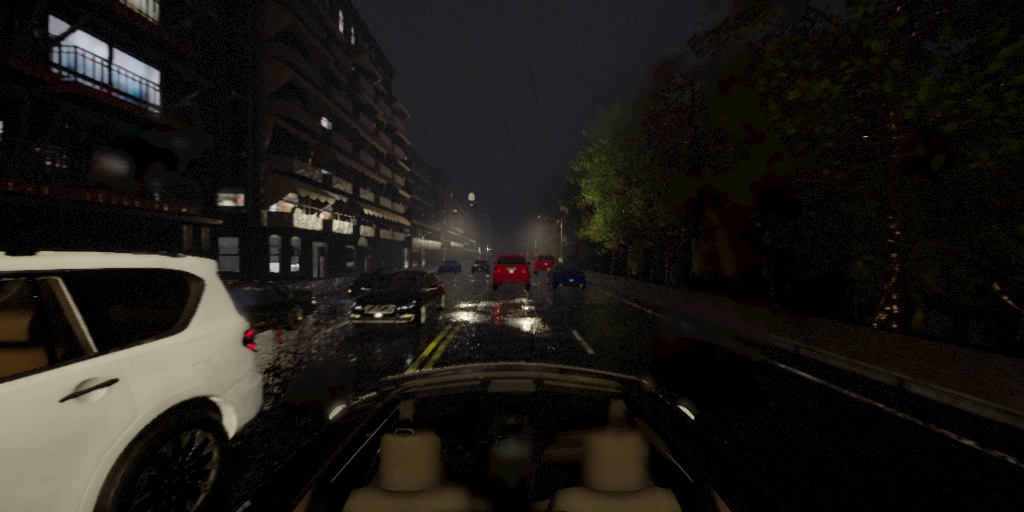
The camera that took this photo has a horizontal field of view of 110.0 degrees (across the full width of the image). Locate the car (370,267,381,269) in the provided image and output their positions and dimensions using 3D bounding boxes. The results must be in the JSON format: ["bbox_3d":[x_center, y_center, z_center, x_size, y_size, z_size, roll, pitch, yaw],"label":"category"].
[{"bbox_3d":[-6.569,1.258,18.080,1.994,1.385,4.181,0,0,0],"label":"car"}]

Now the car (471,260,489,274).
[{"bbox_3d":[-3.257,1.139,38.603,1.837,1.490,4.892,0,0,0],"label":"car"}]

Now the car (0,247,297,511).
[{"bbox_3d":[-3.349,0.975,0.956,2.150,2.045,5.566,0,0,0],"label":"car"}]

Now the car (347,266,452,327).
[{"bbox_3d":[-3.341,1.222,11.410,1.837,1.490,4.892,0,0,0],"label":"car"}]

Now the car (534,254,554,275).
[{"bbox_3d":[3.300,0.856,37.147,2.150,2.045,5.566,0,0,1],"label":"car"}]

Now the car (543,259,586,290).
[{"bbox_3d":[3.260,1.158,22.095,1.882,1.535,5.008,0,0,0],"label":"car"}]

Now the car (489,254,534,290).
[{"bbox_3d":[0.003,0.904,21.964,2.150,2.045,5.566,0,0,1],"label":"car"}]

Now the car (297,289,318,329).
[{"bbox_3d":[-6.595,1.276,8.125,2.033,1.411,5.357,0,0,0],"label":"car"}]

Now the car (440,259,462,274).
[{"bbox_3d":[-6.510,1.107,38.375,1.882,1.535,5.008,0,0,0],"label":"car"}]
